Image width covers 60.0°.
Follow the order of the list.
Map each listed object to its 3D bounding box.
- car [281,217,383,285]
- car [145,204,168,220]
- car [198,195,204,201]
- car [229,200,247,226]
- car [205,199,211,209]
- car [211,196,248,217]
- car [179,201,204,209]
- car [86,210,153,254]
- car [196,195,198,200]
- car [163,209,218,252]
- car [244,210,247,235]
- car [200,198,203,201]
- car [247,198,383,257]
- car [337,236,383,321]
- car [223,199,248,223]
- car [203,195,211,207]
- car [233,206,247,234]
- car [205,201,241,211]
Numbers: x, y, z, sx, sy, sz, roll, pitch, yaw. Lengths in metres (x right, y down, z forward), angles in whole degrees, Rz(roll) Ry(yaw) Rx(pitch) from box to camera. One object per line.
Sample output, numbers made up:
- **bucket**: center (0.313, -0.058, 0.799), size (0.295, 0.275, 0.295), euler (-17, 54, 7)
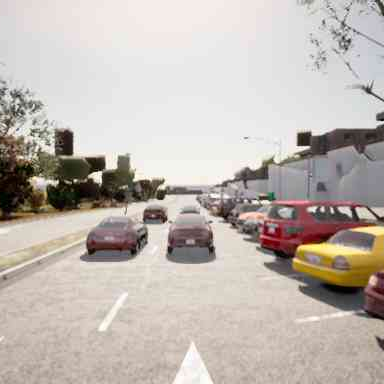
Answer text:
- **car**: center (5.220, 1.569, 8.599), size (5.366, 1.575, 1.946), euler (1, -1, -20)
- **car**: center (-3.168, 1.796, 29.492), size (1.882, 1.535, 5.008), euler (0, -1, 0)
- **car**: center (4.662, 2.107, 65.568), size (5.566, 2.045, 2.435), euler (1, -1, -20)
- **car**: center (4.997, 1.566, 20.547), size (4.553, 1.767, 2.185), euler (1, 0, -20)
- **car**: center (4.658, 1.929, 38.471), size (5.366, 1.575, 1.946), euler (1, -1, -20)
- **car**: center (4.925, 1.551, 29.560), size (5.566, 2.045, 2.435), euler (1, -1, -20)
- **car**: center (-0.168, 1.842, 29.392), size (1.812, 1.442, 4.674), euler (0, -1, 0)
- **car**: center (-3.058, 1.705, 14.286), size (1.994, 1.385, 4.181), euler (0, -1, 0)
- **car**: center (4.546, 2.181, 74.547), size (5.566, 2.045, 2.435), euler (1, 0, -20)
- **car**: center (-0.057, 1.667, 14.391), size (1.812, 1.442, 4.674), euler (0, 0, 0)
- **car**: center (5.032, 1.658, 14.551), size (4.792, 1.488, 2.163), euler (1, -1, -20)
- **car**: center (4.682, 2.353, 62.566), size (4.792, 1.488, 2.163), euler (1, -1, -20)
- **car**: center (5.057, 1.348, 11.551), size (5.566, 2.045, 2.435), euler (1, -1, -20)
- **car**: center (5.056, 1.581, 5.531), size (4.674, 1.452, 2.002), euler (1, -1, -20)
- **car**: center (4.912, 1.599, 23.532), size (4.553, 1.767, 2.185), euler (1, -1, -20)
- **car**: center (4.789, 1.734, 41.528), size (5.566, 2.045, 2.435), euler (1, -1, -20)
- **car**: center (4.993, 1.660, 17.535), size (4.892, 1.521, 2.231), euler (1, 0, -20)
- **car**: center (4.737, 2.142, 50.542), size (5.008, 1.535, 2.097), euler (1, -1, -20)
